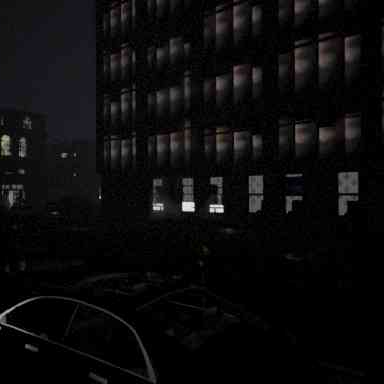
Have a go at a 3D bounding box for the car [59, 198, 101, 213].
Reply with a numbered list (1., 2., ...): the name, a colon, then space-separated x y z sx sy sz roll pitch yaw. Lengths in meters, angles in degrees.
1. car: -12.150 1.682 37.244 1.802 1.307 4.206 -1 -1 36

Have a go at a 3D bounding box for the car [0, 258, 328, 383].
1. car: -0.922 1.551 3.535 4.403 1.369 2.008 0 0 35

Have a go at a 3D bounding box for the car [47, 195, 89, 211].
1. car: -15.540 1.364 42.450 2.150 2.045 5.566 0 -1 37

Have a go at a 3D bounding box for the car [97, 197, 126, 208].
1. car: -12.374 1.641 51.150 1.967 1.590 4.097 -1 -1 36

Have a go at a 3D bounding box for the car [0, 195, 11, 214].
1. car: -21.657 1.313 34.148 2.150 2.045 5.566 0 -1 36
